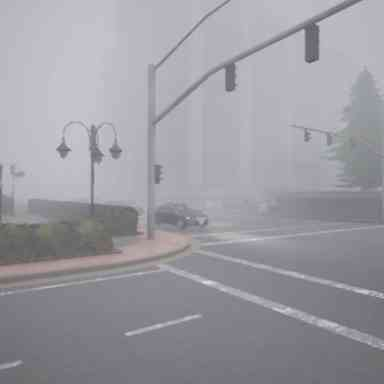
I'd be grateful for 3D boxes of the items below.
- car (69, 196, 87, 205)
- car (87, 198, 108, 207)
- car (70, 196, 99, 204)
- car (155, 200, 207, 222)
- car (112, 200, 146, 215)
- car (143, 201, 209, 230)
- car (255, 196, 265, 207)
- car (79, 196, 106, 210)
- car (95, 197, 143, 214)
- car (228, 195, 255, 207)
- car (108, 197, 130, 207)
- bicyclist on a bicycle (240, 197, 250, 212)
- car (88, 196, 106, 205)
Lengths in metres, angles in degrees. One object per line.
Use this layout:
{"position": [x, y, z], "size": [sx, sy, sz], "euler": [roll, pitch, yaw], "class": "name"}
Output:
{"position": [-21.150, 1.556, 61.510], "size": [1.882, 1.535, 5.008], "euler": [1, 0, -36], "class": "car"}
{"position": [-15.210, 1.644, 53.409], "size": [1.994, 1.385, 4.181], "euler": [1, 0, -35], "class": "car"}
{"position": [-12.225, 1.519, 37.120], "size": [2.128, 1.511, 4.902], "euler": [1, 0, -36], "class": "car"}
{"position": [-1.028, 1.534, 27.637], "size": [1.882, 1.535, 5.008], "euler": [1, 0, -36], "class": "car"}
{"position": [-6.841, 1.581, 35.661], "size": [1.812, 1.442, 4.674], "euler": [1, 0, -36], "class": "car"}
{"position": [-0.863, 1.522, 21.450], "size": [2.128, 1.511, 4.902], "euler": [1, 0, -36], "class": "car"}
{"position": [9.579, 1.396, 52.398], "size": [1.905, 1.878, 3.866], "euler": [1, 0, -36], "class": "car"}
{"position": [-13.451, 1.407, 44.794], "size": [2.097, 1.767, 4.553], "euler": [1, 0, -36], "class": "car"}
{"position": [-6.441, 1.507, 29.138], "size": [1.882, 1.535, 5.008], "euler": [1, 0, -36], "class": "car"}
{"position": [7.188, 1.374, 50.685], "size": [1.905, 1.878, 3.866], "euler": [1, 0, -36], "class": "car"}
{"position": [-12.127, 1.632, 55.199], "size": [1.812, 1.442, 4.674], "euler": [1, 0, -36], "class": "car"}
{"position": [6.113, 1.446, 38.202], "size": [1.656, 1.620, 0.582], "euler": [0, 0, -36], "class": "bicyclist on a bicycle"}
{"position": [-18.151, 1.610, 63.484], "size": [1.837, 1.490, 4.892], "euler": [1, 0, -36], "class": "car"}
